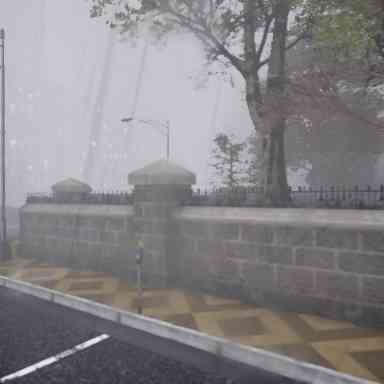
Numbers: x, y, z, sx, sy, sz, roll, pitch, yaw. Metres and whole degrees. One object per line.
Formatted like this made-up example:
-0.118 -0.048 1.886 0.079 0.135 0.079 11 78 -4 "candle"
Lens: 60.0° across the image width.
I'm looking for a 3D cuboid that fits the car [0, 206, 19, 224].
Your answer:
-15.788 1.937 26.941 1.837 1.490 4.892 -1 -1 35 "car"
